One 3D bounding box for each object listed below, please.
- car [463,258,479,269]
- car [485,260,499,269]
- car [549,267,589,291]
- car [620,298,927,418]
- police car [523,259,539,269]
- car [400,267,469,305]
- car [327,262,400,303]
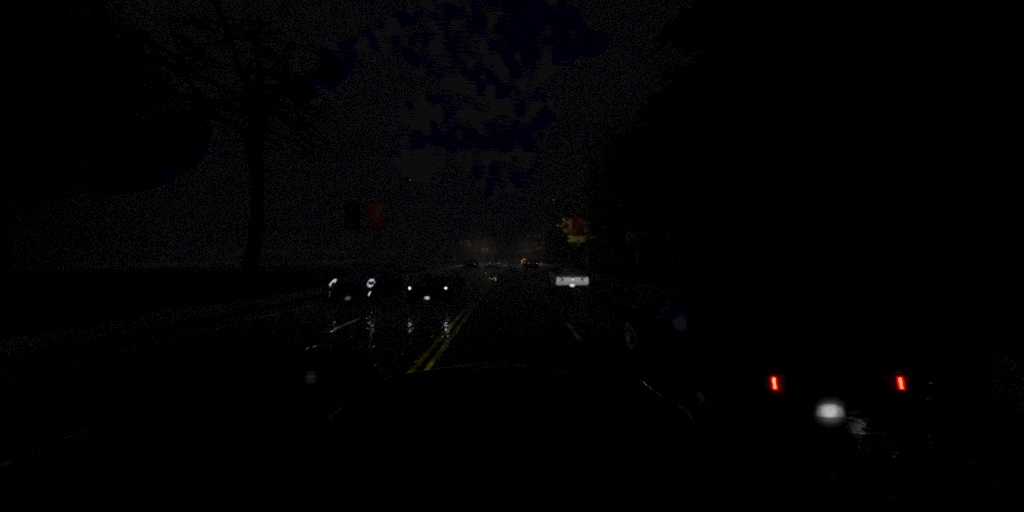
[{"bbox_3d":[-6.522,1.195,57.522,2.097,1.767,4.553,0,0,0],"label":"car"},{"bbox_3d":[-3.272,1.368,57.423,1.812,1.442,4.674,0,0,1],"label":"car"},{"bbox_3d":[3.362,1.357,22.163,1.895,1.301,4.718,0,0,0],"label":"car"},{"bbox_3d":[3.353,1.350,5.991,1.895,1.301,4.718,0,0,0],"label":"car"},{"bbox_3d":[3.285,1.355,59.375,2.038,1.542,4.974,0,0,0],"label":"police car"},{"bbox_3d":[-3.341,1.354,16.362,1.895,1.301,4.718,0,0,0],"label":"car"},{"bbox_3d":[-6.589,1.105,16.637,2.097,1.767,4.553,0,0,0],"label":"car"}]
